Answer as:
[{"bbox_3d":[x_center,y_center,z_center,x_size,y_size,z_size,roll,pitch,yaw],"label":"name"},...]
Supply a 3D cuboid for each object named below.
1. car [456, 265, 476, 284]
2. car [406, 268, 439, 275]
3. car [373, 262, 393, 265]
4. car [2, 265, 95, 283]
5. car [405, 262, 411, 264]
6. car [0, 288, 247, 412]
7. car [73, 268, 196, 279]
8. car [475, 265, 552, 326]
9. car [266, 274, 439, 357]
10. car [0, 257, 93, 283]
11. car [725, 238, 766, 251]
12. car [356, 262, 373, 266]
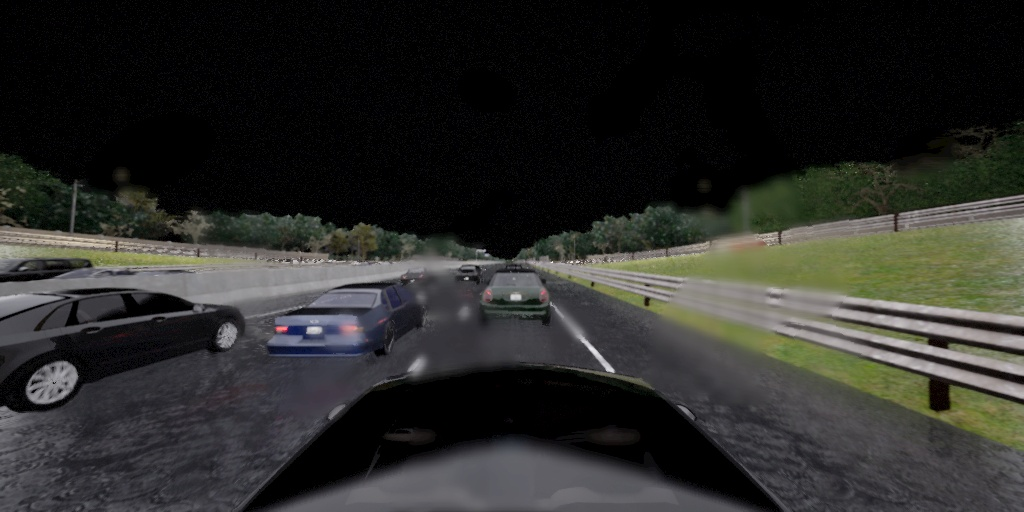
[{"bbox_3d":[-3.351,1.454,29.131,1.837,1.490,4.892,0,0,0],"label":"car"},{"bbox_3d":[-6.855,1.537,27.254,1.895,1.301,4.718,0,0,0],"label":"car"},{"bbox_3d":[-20.921,1.717,59.722,1.812,1.442,4.674,0,0,1],"label":"car"},{"bbox_3d":[-21.072,1.360,18.090,2.128,1.511,4.902,0,0,0],"label":"car"},{"bbox_3d":[-17.427,1.755,59.753,1.994,1.385,4.181,0,0,1],"label":"car"},{"bbox_3d":[-6.901,1.288,6.085,1.837,1.490,4.892,0,0,0],"label":"car"},{"bbox_3d":[-17.573,1.415,17.959,2.033,1.411,5.357,0,0,0],"label":"car"},{"bbox_3d":[0.113,1.178,12.115,2.097,1.767,4.553,0,0,0],"label":"car"},{"bbox_3d":[-3.392,1.348,8.691,2.033,1.411,5.357,0,0,0],"label":"car"},{"bbox_3d":[-24.572,1.090,18.062,2.150,2.045,5.566,0,0,0],"label":"car"},{"bbox_3d":[32.205,-1.470,49.678,2.150,2.045,5.566,0,-4,-9],"label":"car"},{"bbox_3d":[-24.401,1.738,59.713,2.033,1.411,5.357,0,0,1],"label":"car"}]
